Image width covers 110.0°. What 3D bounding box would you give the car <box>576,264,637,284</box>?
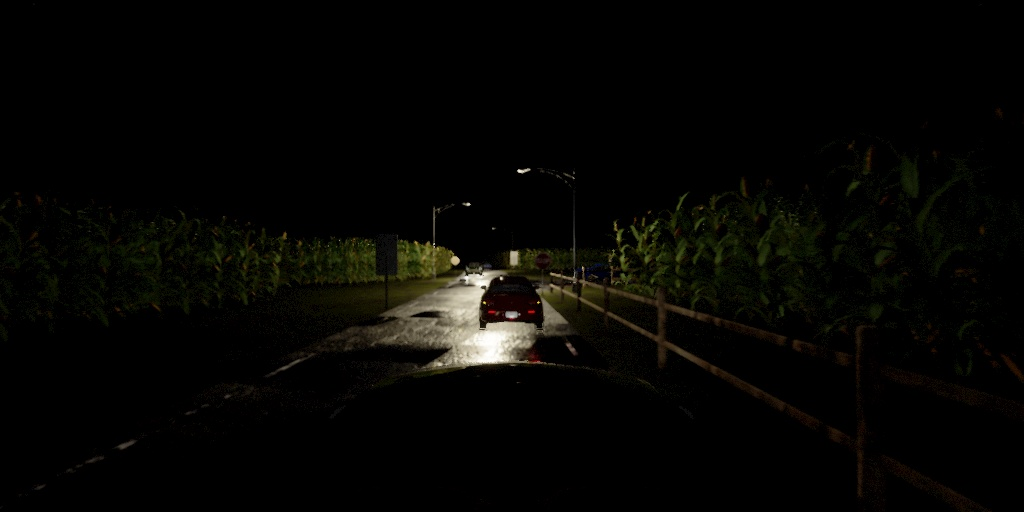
[{"bbox_3d":[7.488,1.363,28.561,5.008,1.535,1.882,-1,-2,-11],"label":"car"}]

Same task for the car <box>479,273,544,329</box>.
[{"bbox_3d":[-0.052,1.376,11.548,1.812,1.442,4.674,0,-1,-1],"label":"car"}]

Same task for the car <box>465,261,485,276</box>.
[{"bbox_3d":[-4.743,1.567,44.935,2.097,1.767,4.553,0,-1,-5],"label":"car"}]
